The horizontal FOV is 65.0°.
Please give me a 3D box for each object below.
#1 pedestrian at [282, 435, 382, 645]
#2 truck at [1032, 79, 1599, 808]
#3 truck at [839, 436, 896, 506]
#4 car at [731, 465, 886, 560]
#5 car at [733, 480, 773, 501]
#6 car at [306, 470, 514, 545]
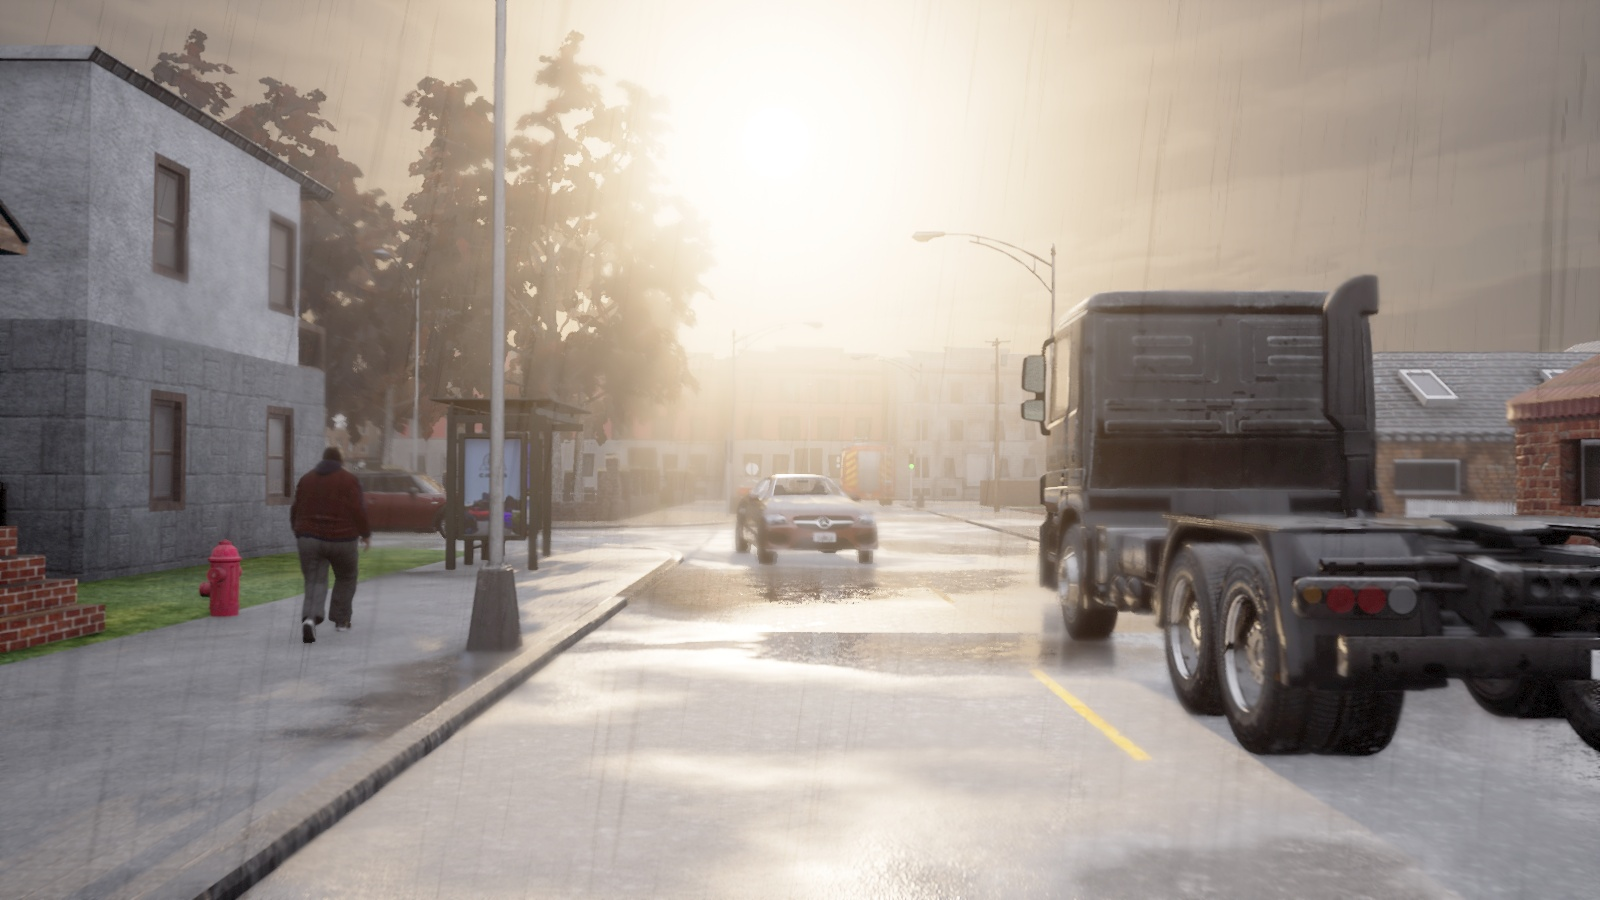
[{"bbox_3d":[-4.277,0.803,11.528,0.634,1.844,0.899,0,-1,-4],"label":"pedestrian"},{"bbox_3d":[3.959,0.044,9.931,2.891,3.462,7.936,0,-1,1],"label":"truck"},{"bbox_3d":[3.860,1.256,73.479,2.891,3.827,8.468,0,-1,0],"label":"truck"},{"bbox_3d":[0.023,1.138,24.412,2.152,1.651,5.027,0,-1,-10],"label":"car"},{"bbox_3d":[-3.132,2.732,83.850,2.207,1.376,1.481,0,-2,20],"label":"car"},{"bbox_3d":[-9.640,1.409,31.340,4.553,1.767,2.097,0,-1,0],"label":"car"}]
